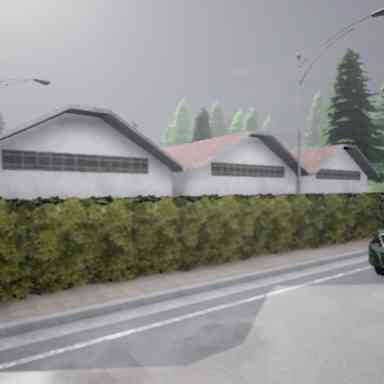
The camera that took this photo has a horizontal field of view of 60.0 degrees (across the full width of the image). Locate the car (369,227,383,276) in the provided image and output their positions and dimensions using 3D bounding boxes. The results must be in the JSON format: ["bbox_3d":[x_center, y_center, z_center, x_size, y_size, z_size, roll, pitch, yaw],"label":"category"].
[{"bbox_3d":[7.043,1.161,8.941,5.566,2.045,2.150,0,0,-35],"label":"car"}]
